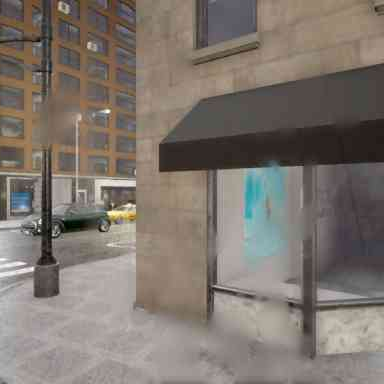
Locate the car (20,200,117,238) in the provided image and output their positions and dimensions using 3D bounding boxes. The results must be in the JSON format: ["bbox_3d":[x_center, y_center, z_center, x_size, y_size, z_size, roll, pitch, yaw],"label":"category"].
[{"bbox_3d":[-6.634,1.366,17.825,2.097,1.767,4.553,0,0,36],"label":"car"}]

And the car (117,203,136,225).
[{"bbox_3d":[-4.829,1.548,24.650,1.752,1.417,4.829,0,0,36],"label":"car"}]
